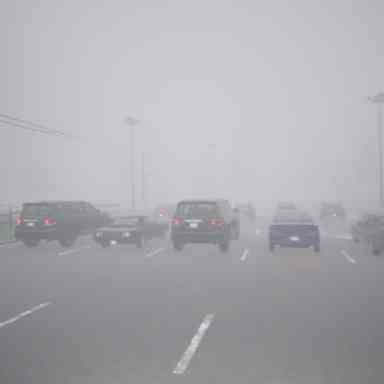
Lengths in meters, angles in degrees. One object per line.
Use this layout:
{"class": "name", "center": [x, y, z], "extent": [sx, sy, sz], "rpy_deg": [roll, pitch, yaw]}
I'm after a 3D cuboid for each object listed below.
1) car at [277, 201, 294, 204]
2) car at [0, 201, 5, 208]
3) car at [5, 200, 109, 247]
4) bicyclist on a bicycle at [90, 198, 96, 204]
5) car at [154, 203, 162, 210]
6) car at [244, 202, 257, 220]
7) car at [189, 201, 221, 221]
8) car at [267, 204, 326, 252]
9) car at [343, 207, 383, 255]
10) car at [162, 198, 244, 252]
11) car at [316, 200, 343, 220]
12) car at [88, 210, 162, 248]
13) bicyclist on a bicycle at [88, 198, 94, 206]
{"class": "car", "center": [8.043, 1.537, 28.491], "extent": [1.837, 1.490, 4.892], "rpy_deg": [-1, 0, 15]}
{"class": "car", "center": [-42.413, 2.728, 69.971], "extent": [5.357, 1.411, 2.033], "rpy_deg": [-1, 0, 15]}
{"class": "car", "center": [-6.013, 1.427, 16.410], "extent": [2.150, 2.045, 5.566], "rpy_deg": [-1, 0, 15]}
{"class": "bicyclist on a bicycle", "center": [-21.211, 2.108, 72.179], "extent": [0.582, 1.620, 1.656], "rpy_deg": [26, -7, 11]}
{"class": "car", "center": [-2.113, 1.738, 31.170], "extent": [1.837, 1.490, 4.892], "rpy_deg": [-1, 0, 14]}
{"class": "car", "center": [4.654, 1.589, 29.382], "extent": [2.128, 1.511, 4.902], "rpy_deg": [-1, 0, 14]}
{"class": "car", "center": [1.278, 1.671, 30.295], "extent": [1.837, 1.490, 4.892], "rpy_deg": [-1, 0, 15]}
{"class": "car", "center": [4.260, 1.488, 14.150], "extent": [1.882, 1.535, 5.008], "rpy_deg": [-1, 0, 15]}
{"class": "car", "center": [7.515, 1.490, 12.790], "extent": [2.033, 1.411, 5.357], "rpy_deg": [-1, 0, 15]}
{"class": "car", "center": [0.750, 1.293, 14.611], "extent": [2.150, 2.045, 5.566], "rpy_deg": [-1, 0, 15]}
{"class": "car", "center": [11.429, 1.470, 27.600], "extent": [1.837, 1.490, 4.892], "rpy_deg": [-1, 0, 15]}
{"class": "car", "center": [-2.602, 1.744, 15.589], "extent": [1.895, 1.301, 4.718], "rpy_deg": [-1, 0, 15]}
{"class": "bicyclist on a bicycle", "center": [-21.992, 2.150, 72.436], "extent": [0.582, 1.620, 1.656], "rpy_deg": [1, -1, 2]}
